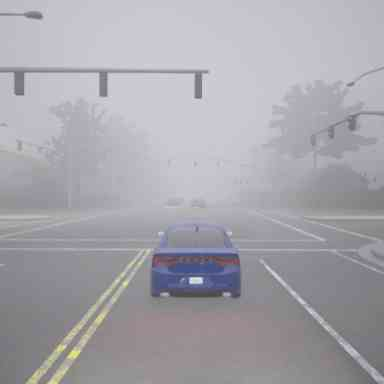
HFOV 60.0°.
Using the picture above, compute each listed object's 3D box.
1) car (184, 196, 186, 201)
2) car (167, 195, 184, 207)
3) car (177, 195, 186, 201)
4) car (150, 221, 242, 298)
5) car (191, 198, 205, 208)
[{"bbox_3d":[-2.617,1.573,64.931,1.895,1.301,4.718,0,0,1],"label":"car"},{"bbox_3d":[-2.770,1.542,51.451,1.994,1.385,4.181,0,0,1],"label":"car"},{"bbox_3d":[-2.448,1.518,80.408,1.994,1.385,4.181,0,0,0],"label":"car"},{"bbox_3d":[0.085,1.474,8.578,1.882,1.535,5.008,0,0,0],"label":"car"},{"bbox_3d":[0.866,1.543,47.459,1.994,1.385,4.181,0,0,1],"label":"car"}]
